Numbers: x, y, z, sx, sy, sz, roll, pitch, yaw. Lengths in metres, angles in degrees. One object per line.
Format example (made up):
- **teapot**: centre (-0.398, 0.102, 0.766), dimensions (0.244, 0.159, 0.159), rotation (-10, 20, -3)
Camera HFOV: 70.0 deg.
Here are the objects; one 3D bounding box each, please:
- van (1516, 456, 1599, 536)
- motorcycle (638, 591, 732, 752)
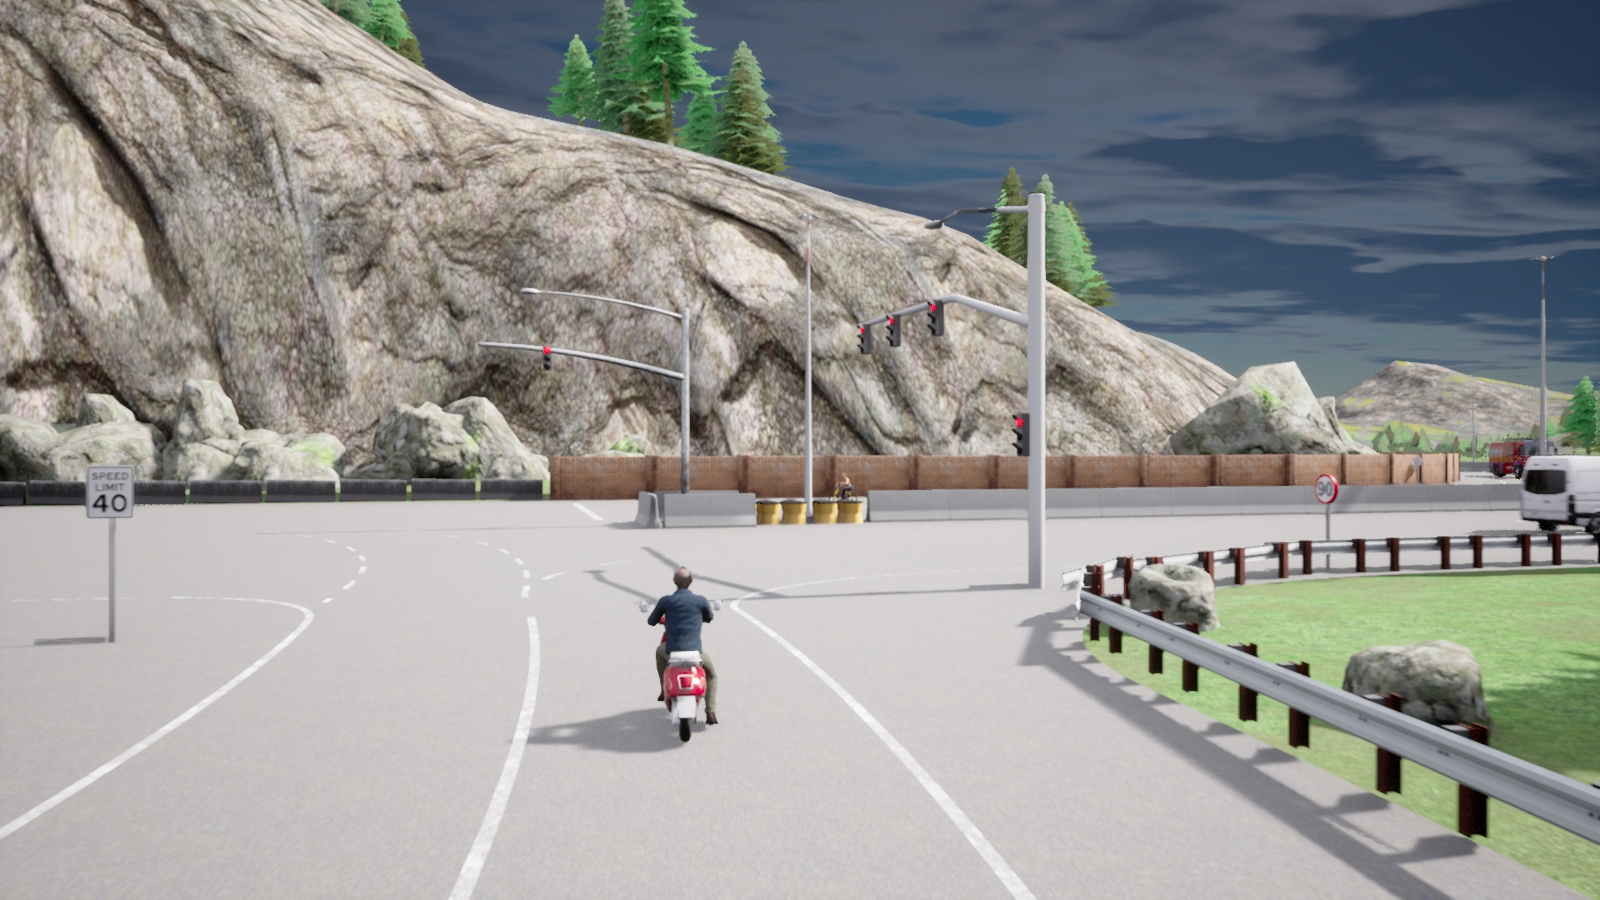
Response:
- **van**: centre (27.348, 1.484, 38.505), dimensions (5.915, 2.561, 1.988), rotation (0, 0, -16)
- **motorcycle**: centre (-1.196, 2.166, 11.515), dimensions (0.856, 1.236, 1.805), rotation (0, 0, -9)
